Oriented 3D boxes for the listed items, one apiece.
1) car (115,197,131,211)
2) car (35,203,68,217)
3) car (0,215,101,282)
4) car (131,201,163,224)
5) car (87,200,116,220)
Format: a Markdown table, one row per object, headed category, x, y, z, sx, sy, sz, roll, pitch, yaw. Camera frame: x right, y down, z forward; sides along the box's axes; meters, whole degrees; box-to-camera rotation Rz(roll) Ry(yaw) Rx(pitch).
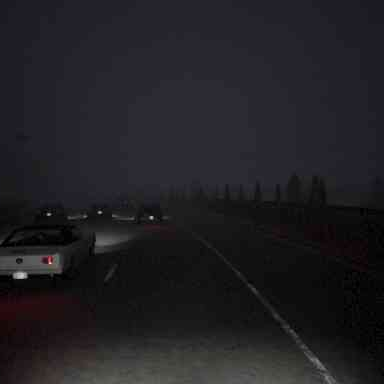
| category | x | y | z | sx | sy | sz | roll | pitch | yaw |
| --- | --- | --- | --- | --- | --- | --- | --- | --- | --- |
| car | -8.566 | 1.336 | 40.586 | 2.097 | 1.767 | 4.553 | 0 | 0 | -22 |
| car | -10.746 | 1.567 | 25.659 | 1.994 | 1.385 | 4.181 | 0 | 0 | -15 |
| car | -4.114 | 1.602 | 9.759 | 1.895 | 1.301 | 4.718 | 0 | 0 | -6 |
| car | -3.298 | 1.490 | 24.842 | 1.837 | 1.490 | 4.892 | 0 | 0 | -14 |
| car | -7.698 | 1.558 | 27.712 | 1.994 | 1.385 | 4.181 | 0 | 0 | -16 |
